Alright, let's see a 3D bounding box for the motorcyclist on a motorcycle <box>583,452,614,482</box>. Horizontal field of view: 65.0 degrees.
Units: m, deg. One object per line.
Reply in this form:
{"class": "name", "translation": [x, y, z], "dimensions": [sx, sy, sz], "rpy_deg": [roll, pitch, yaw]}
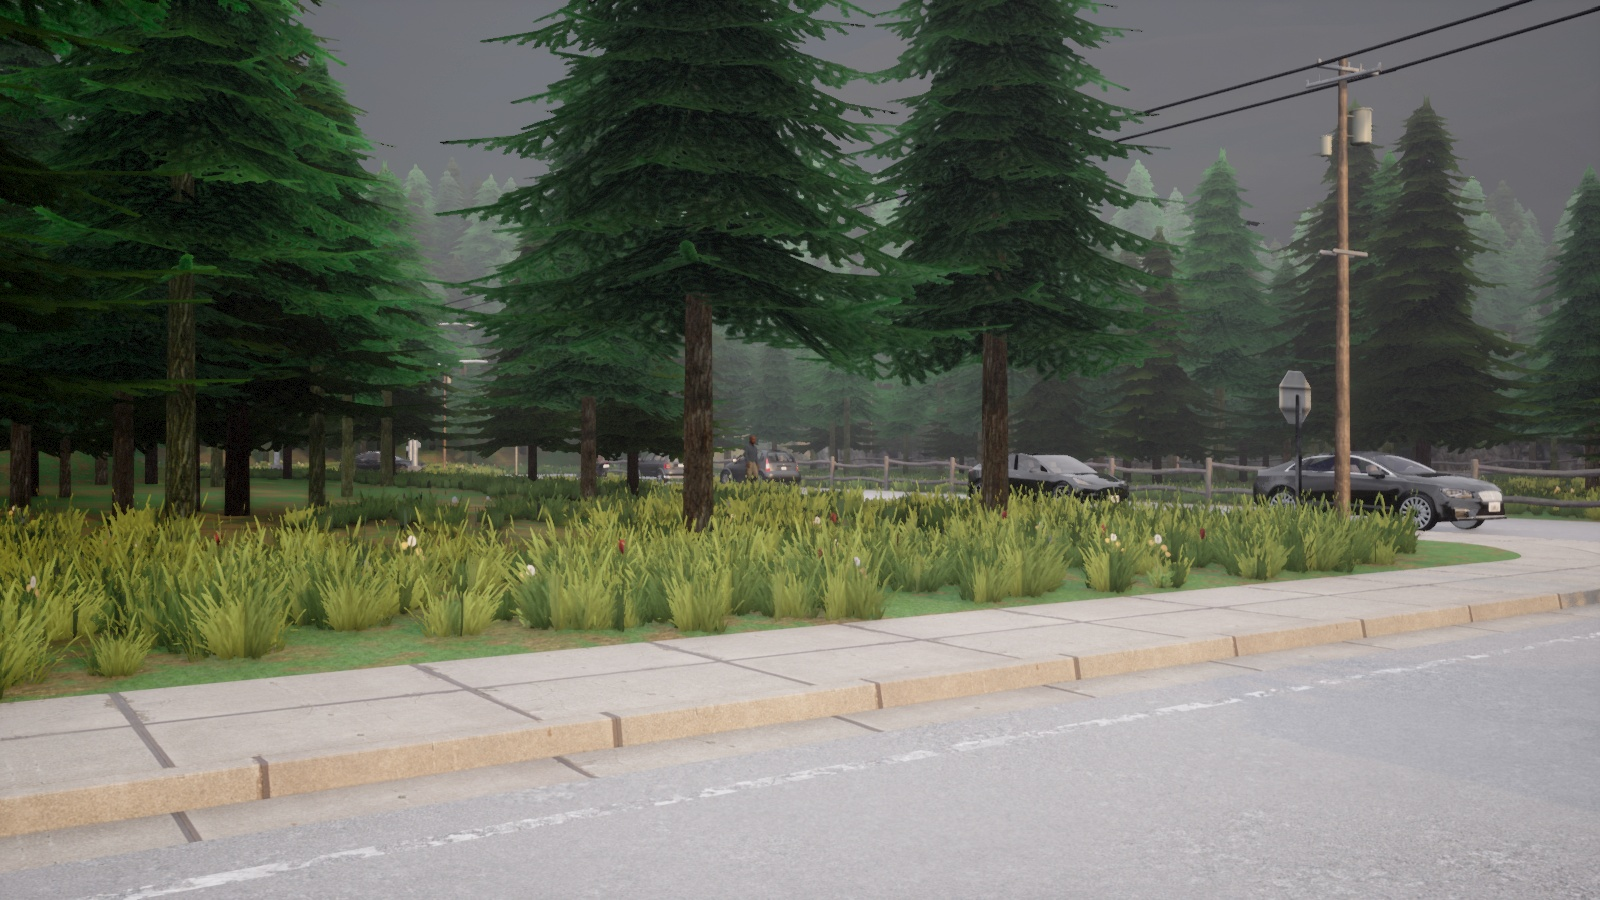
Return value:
{"class": "motorcyclist on a motorcycle", "translation": [-10.341, 0.873, 64.410], "dimensions": [0.797, 1.523, 2.044], "rpy_deg": [0, 0, -35]}

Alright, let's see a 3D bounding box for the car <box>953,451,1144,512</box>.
{"class": "car", "translation": [6.418, 0.771, 32.963], "dimensions": [2.163, 1.488, 4.792], "rpy_deg": [0, 0, -33]}

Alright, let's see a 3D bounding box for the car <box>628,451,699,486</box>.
{"class": "car", "translation": [-6.387, 0.847, 58.521], "dimensions": [1.789, 1.549, 3.705], "rpy_deg": [0, 0, -34]}

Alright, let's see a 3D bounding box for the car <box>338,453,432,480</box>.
{"class": "car", "translation": [-24.223, 0.955, 73.390], "dimensions": [4.892, 1.490, 1.837], "rpy_deg": [0, 1, 2]}

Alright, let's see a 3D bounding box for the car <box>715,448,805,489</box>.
{"class": "car", "translation": [-1.681, 0.739, 51.447], "dimensions": [1.851, 1.617, 3.988], "rpy_deg": [0, 0, -34]}

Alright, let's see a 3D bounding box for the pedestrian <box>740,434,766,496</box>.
{"class": "pedestrian", "translation": [-1.406, 0.450, 37.476], "dimensions": [0.370, 1.835, 0.726], "rpy_deg": [0, 0, -44]}

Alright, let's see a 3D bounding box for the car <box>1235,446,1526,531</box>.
{"class": "car", "translation": [11.409, 0.698, 25.054], "dimensions": [2.128, 1.511, 4.902], "rpy_deg": [0, 0, -32]}
